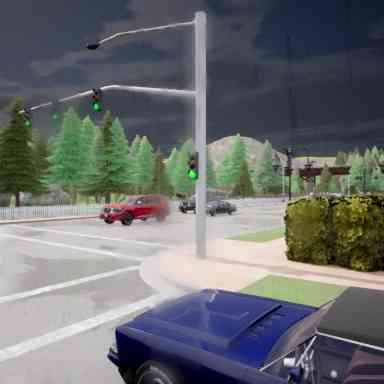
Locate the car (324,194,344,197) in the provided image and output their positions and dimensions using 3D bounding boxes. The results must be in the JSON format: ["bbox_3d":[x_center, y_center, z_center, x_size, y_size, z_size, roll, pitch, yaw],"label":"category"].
[{"bbox_3d":[16.805,1.222,38.956,2.150,2.045,5.566,0,0,38],"label":"car"}]

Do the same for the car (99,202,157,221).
[{"bbox_3d":[-5.348,1.601,28.182,1.895,1.301,4.718,0,0,38],"label":"car"}]

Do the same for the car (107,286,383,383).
[{"bbox_3d":[1.432,1.601,2.943,4.718,1.301,1.895,0,0,36],"label":"car"}]

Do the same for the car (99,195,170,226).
[{"bbox_3d":[-3.997,1.221,24.249,2.150,2.045,5.566,0,0,38],"label":"car"}]

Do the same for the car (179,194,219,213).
[{"bbox_3d":[0.983,1.221,36.168,2.150,2.045,5.566,0,0,39],"label":"car"}]

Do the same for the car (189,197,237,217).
[{"bbox_3d":[2.364,1.547,32.282,2.033,1.411,5.357,0,0,38],"label":"car"}]
